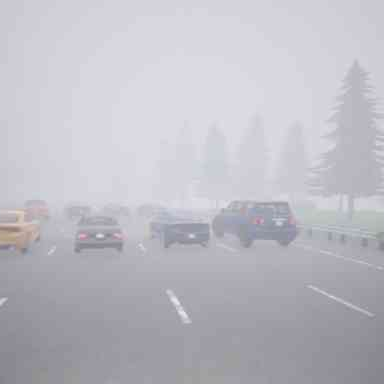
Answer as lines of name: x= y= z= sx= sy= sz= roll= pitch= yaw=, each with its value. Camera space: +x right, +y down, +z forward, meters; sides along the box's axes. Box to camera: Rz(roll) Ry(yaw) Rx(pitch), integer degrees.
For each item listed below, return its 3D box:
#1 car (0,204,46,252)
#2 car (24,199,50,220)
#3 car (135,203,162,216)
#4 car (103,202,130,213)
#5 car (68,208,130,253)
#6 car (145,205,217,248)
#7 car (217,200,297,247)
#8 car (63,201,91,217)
car: x=-7.452 y=1.483 z=13.610 sx=1.882 sy=1.535 sz=5.008 roll=1 pitch=0 yaw=-17
car: x=-13.325 y=1.387 z=28.108 sx=2.097 sy=1.767 sz=4.553 roll=1 pitch=-1 yaw=-28
car: x=-3.974 y=1.743 z=32.890 sx=2.033 sy=1.411 sz=5.357 roll=1 pitch=0 yaw=-28
car: x=-7.268 y=1.669 z=31.603 sx=1.812 sy=1.442 sz=4.674 roll=1 pitch=0 yaw=-28
car: x=-3.936 y=1.603 z=14.118 sx=2.033 sy=1.411 sz=5.357 roll=1 pitch=0 yaw=-16
car: x=-0.727 y=1.586 z=15.548 sx=1.882 sy=1.535 sz=5.008 roll=1 pitch=0 yaw=-17
car: x=2.789 y=1.375 z=16.075 sx=2.150 sy=2.045 sz=5.566 roll=1 pitch=0 yaw=-16
car: x=-10.422 y=1.568 z=30.072 sx=1.882 sy=1.535 sz=5.008 roll=1 pitch=0 yaw=-28
